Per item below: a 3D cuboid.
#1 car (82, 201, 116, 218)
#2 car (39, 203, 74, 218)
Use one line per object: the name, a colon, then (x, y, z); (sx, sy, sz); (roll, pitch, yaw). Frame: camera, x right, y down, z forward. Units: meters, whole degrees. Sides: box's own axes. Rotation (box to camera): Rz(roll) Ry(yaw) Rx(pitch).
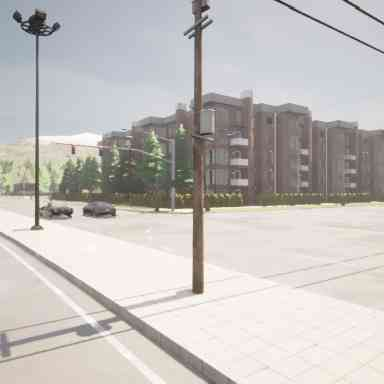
car: (-8.700, 1.564, 30.960); (1.994, 1.385, 4.181); (0, 0, -38)
car: (-12.339, 1.601, 29.943); (1.895, 1.301, 4.718); (0, 0, -38)
